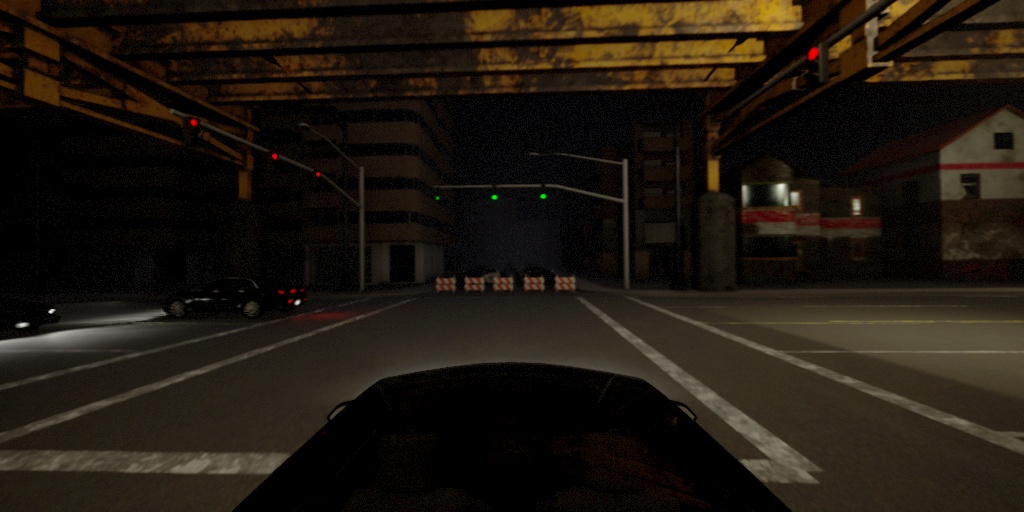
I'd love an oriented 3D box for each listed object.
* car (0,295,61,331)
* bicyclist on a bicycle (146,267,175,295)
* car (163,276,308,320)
[{"bbox_3d":[-16.206,1.555,10.060,5.357,1.411,2.033,-1,-1,3],"label":"car"},{"bbox_3d":[-20.825,1.482,21.261,0.582,1.620,1.656,-1,-1,3],"label":"bicyclist on a bicycle"},{"bbox_3d":[-10.321,1.490,13.477,4.892,1.490,1.837,-1,-2,5],"label":"car"}]
